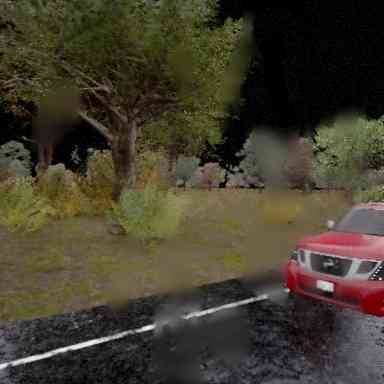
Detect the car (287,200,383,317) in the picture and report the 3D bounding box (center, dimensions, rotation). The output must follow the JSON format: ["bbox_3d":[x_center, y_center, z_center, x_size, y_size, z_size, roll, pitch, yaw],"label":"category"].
[{"bbox_3d":[4.481,1.220,7.188,5.566,2.045,2.150,0,0,-35],"label":"car"}]
